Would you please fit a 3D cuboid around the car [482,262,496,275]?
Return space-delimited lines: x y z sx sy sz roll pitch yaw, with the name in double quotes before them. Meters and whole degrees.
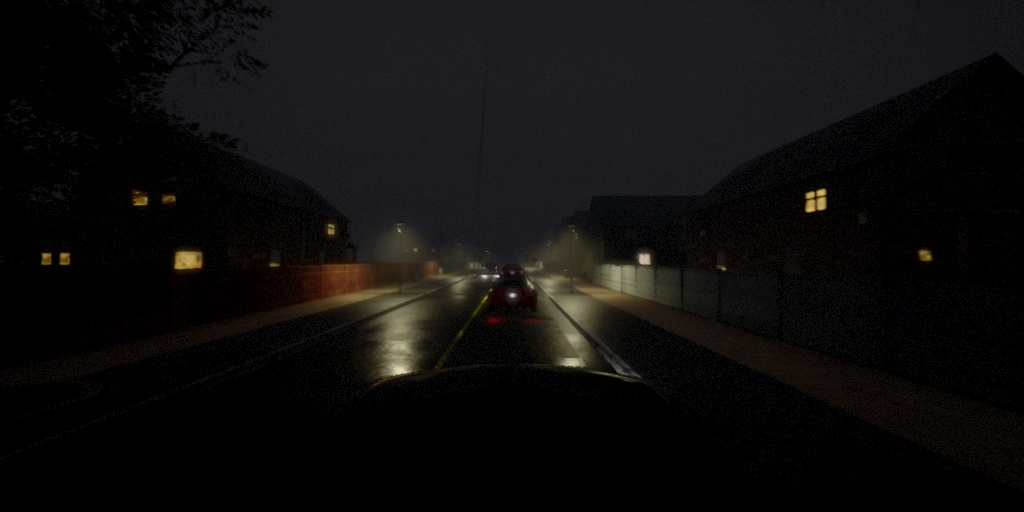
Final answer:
"car" -2.731 1.566 47.511 2.097 1.767 4.553 0 0 1

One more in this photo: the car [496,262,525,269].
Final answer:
"car" 0.046 1.391 30.295 2.097 1.767 4.553 0 -1 1

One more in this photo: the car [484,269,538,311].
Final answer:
"car" 0.036 1.453 15.365 1.994 1.385 4.181 0 0 0
